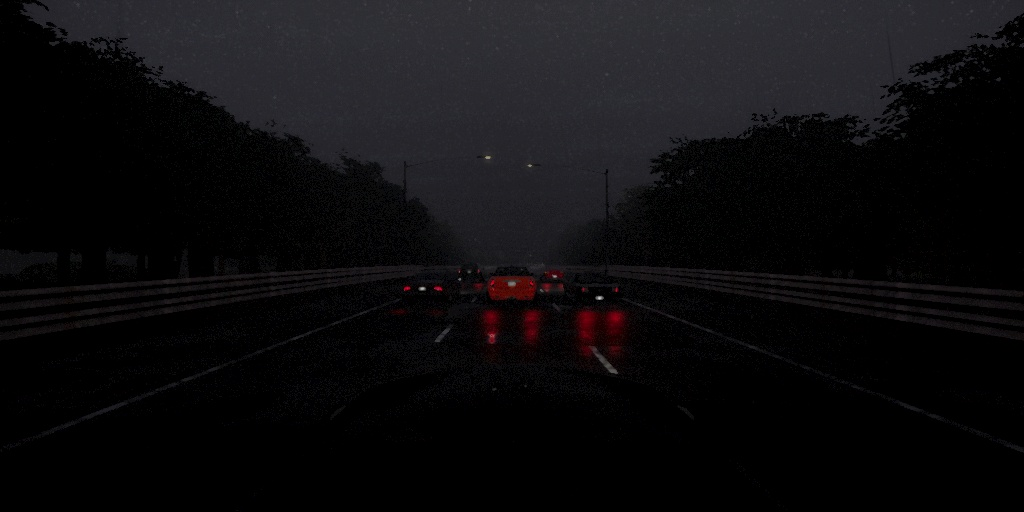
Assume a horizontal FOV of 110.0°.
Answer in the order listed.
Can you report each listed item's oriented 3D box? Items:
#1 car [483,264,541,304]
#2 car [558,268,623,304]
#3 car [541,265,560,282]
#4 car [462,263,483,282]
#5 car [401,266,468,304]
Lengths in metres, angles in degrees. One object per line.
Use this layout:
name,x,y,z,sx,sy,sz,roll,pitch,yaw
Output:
car,0.000,1.150,16.476,2.097,1.767,4.553,0,0,0
car,3.500,1.401,16.535,1.895,1.301,4.718,0,0,0
car,3.500,1.537,31.514,1.812,1.442,4.674,0,-1,0
car,-3.500,1.370,31.487,2.097,1.767,4.553,0,-1,0
car,-3.500,1.348,16.505,2.033,1.411,5.357,0,0,0
